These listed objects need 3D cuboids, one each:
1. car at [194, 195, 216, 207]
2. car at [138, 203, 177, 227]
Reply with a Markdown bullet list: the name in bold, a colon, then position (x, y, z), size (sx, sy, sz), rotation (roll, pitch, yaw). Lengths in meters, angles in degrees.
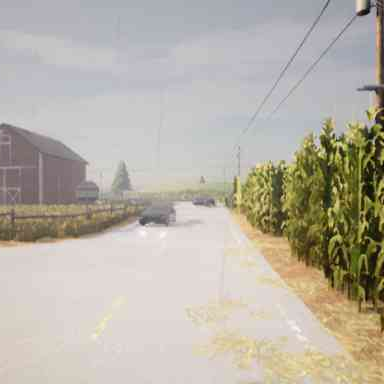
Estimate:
- **car**: position (1.853, 1.207, 47.647), size (2.097, 1.767, 4.553), rotation (-1, 0, 21)
- **car**: position (-2.194, 1.492, 22.831), size (2.033, 1.411, 5.357), rotation (0, 0, 5)
